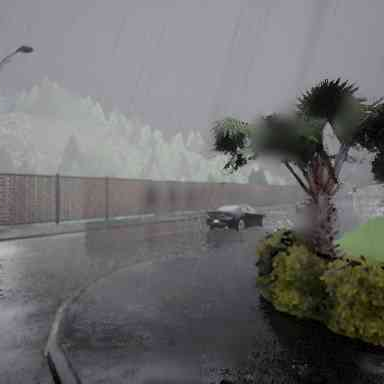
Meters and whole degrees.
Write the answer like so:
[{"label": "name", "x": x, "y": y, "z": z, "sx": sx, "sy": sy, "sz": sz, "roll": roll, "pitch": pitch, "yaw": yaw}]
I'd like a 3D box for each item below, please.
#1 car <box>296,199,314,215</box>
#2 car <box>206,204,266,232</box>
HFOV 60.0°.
[{"label": "car", "x": 11.587, "y": 1.452, "z": 32.149, "sx": 2.128, "sy": 1.511, "sz": 4.902, "roll": 0, "pitch": 0, "yaw": 35}, {"label": "car", "x": 2.769, "y": 1.437, "z": 19.895, "sx": 1.882, "sy": 1.535, "sz": 5.008, "roll": 0, "pitch": 0, "yaw": 36}]
